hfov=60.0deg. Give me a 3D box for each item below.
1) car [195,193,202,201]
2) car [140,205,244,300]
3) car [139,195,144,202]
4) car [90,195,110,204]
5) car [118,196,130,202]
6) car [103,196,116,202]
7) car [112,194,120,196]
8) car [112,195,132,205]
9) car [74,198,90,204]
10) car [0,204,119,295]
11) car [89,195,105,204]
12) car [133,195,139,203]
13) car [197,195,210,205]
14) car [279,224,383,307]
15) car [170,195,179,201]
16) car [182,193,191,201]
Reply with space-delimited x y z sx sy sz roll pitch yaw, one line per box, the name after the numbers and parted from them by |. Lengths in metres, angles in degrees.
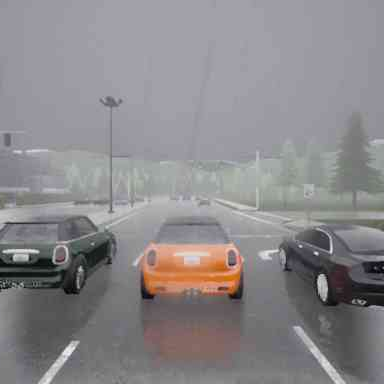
2.138 1.697 88.526 1.812 1.442 4.674 0 0 0 | car
0.000 1.369 8.596 2.097 1.767 4.553 0 0 0 | car
-12.854 1.514 79.557 2.097 1.767 4.553 0 0 0 | car
-16.402 1.722 60.515 1.895 1.301 4.718 0 0 0 | car
-16.355 1.756 80.274 1.895 1.301 4.718 0 0 0 | car
-19.855 1.755 79.885 1.895 1.301 4.718 0 0 0 | car
-16.347 1.366 70.179 2.150 2.045 5.566 0 0 0 | car
-12.901 1.723 60.893 1.895 1.301 4.718 0 0 0 | car
-19.892 1.723 60.725 1.895 1.301 4.718 0 0 1 | car
-3.500 1.369 8.933 2.097 1.767 4.553 0 0 0 | car
-19.846 1.495 69.597 2.097 1.767 4.553 0 0 0 | car
-12.846 1.692 69.538 1.994 1.385 4.181 0 0 0 | car
2.165 1.640 57.148 1.812 1.442 4.674 0 0 0 | car
3.499 1.522 7.989 1.837 1.490 4.892 0 0 0 | car
-4.862 1.672 88.451 1.837 1.490 4.892 0 0 0 | car
-1.362 1.398 88.190 2.150 2.045 5.566 0 0 0 | car
